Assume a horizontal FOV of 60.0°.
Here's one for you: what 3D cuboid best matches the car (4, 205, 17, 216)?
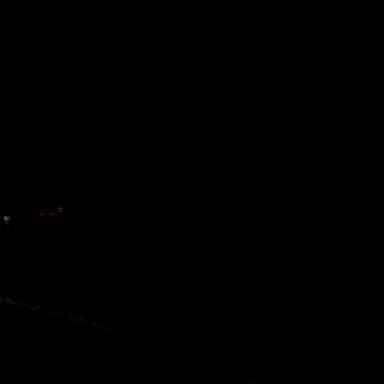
[{"bbox_3d":[-23.003,2.104,40.770,2.128,1.511,4.902,1,-1,-13],"label":"car"}]

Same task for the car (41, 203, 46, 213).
[{"bbox_3d":[-21.569,2.337,50.339,2.128,1.511,4.902,1,-1,-14],"label":"car"}]
